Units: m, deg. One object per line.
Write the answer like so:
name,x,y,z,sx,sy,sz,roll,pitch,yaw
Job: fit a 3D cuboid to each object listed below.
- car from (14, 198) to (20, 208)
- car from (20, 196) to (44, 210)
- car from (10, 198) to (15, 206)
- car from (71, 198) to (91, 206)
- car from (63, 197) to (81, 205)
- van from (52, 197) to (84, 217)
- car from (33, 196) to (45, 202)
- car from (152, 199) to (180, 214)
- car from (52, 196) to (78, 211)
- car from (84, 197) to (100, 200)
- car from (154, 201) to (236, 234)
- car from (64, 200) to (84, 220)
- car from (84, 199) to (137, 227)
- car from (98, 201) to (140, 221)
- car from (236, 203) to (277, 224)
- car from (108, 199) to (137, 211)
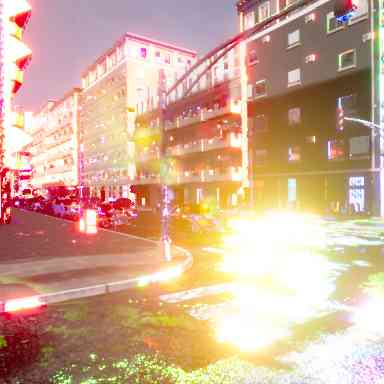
car,-25.361,1.770,50.841,1.947,1.339,4.313,-1,1,-36
car,-22.128,1.628,46.351,1.967,1.590,4.097,-1,1,-36
car,-31.833,1.782,59.821,1.887,1.381,4.507,-1,1,-36
car,-18.563,1.644,55.740,1.947,1.339,4.313,-1,1,-36
car,-21.799,1.645,60.230,2.008,1.369,4.403,-1,1,-36
van,-12.422,1.483,32.880,1.690,1.788,3.998,-1,1,-36
car,-37.977,1.728,82.680,1.887,1.381,4.507,-1,1,-36
car,-2.387,1.441,33.290,1.967,1.590,4.097,-1,1,-36
car,-16.549,1.482,43.100,2.097,1.767,4.553,-1,1,-35
car,-15.330,1.502,51.249,1.967,1.590,4.097,-1,1,-36
car,0.038,1.548,20.028,2.128,1.511,4.902,-1,0,-36
car,-9.084,1.652,28.254,1.752,1.417,4.829,-1,1,-36
car,-5.950,1.553,23.902,1.967,1.590,4.097,-1,1,-36
car,-6.456,1.611,29.038,1.812,1.442,4.674,-1,1,-36
car,3.986,1.498,24.449,1.752,1.417,4.829,-1,1,-36
car,-8.856,1.581,42.270,2.008,1.369,4.403,-1,1,-36
